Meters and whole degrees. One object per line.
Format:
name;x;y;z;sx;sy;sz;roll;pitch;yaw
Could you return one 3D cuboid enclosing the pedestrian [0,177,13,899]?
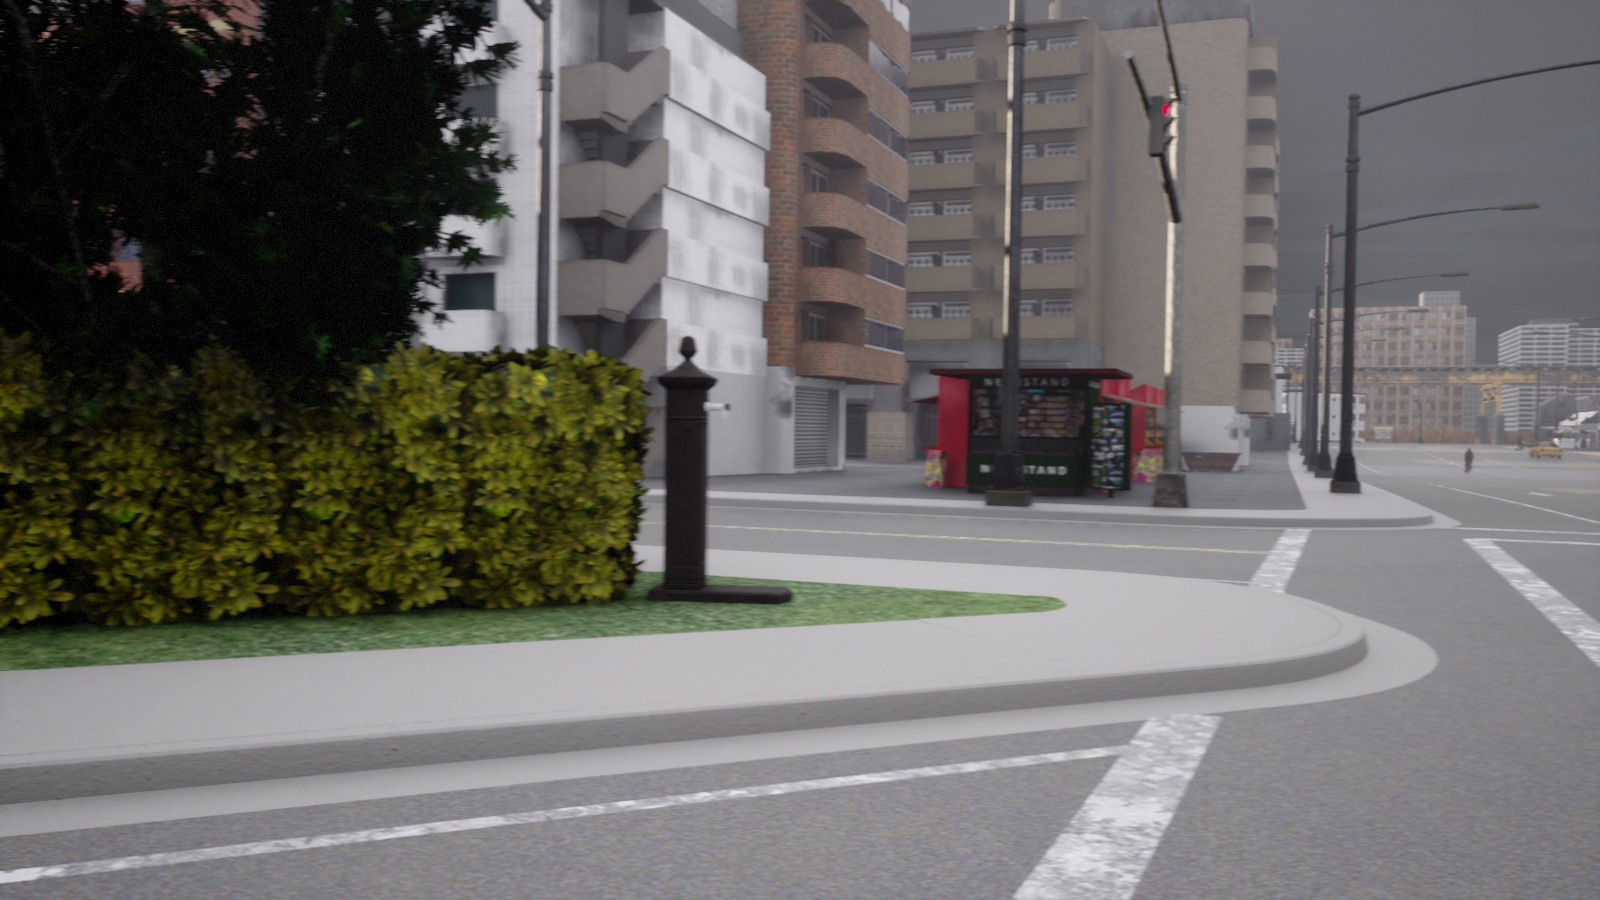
pedestrian;-1.209;0.541;1.308;0.594;1.836;0.345;-1;1;-18
